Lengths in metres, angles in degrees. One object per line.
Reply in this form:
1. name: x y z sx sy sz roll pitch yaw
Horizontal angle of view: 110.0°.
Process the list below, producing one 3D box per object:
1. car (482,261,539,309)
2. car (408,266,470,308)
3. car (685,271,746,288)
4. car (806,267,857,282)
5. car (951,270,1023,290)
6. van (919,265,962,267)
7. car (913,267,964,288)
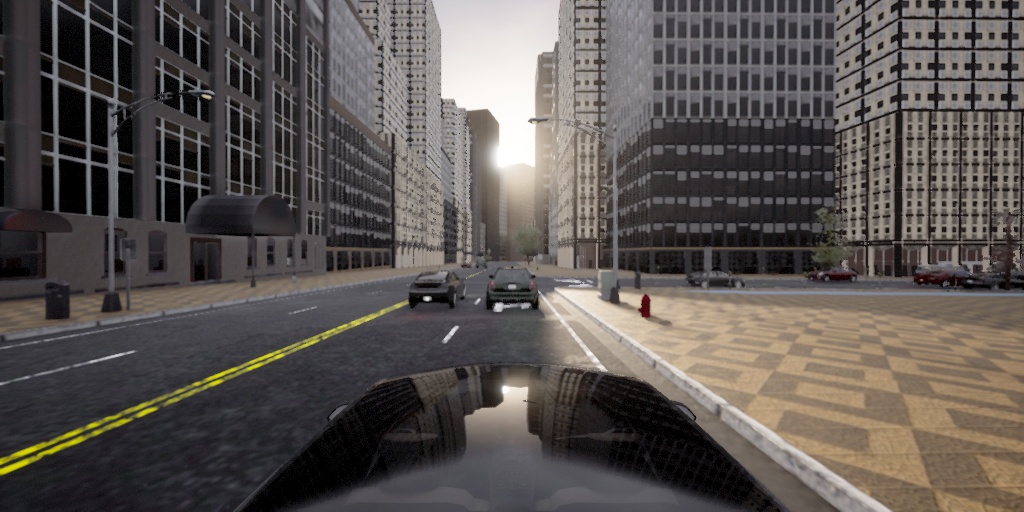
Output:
1. car: 0.012 1.232 15.923 2.097 1.767 4.553 0 -1 0
2. car: -3.236 1.392 16.138 1.837 1.490 4.892 0 0 0
3. car: 15.931 1.823 28.152 4.403 1.370 2.007 0 0 -1
4. car: 32.765 1.823 36.860 4.097 1.591 1.967 0 0 -1
5. car: 38.495 2.065 28.545 4.313 1.339 1.948 0 0 -1
6. van: 44.046 1.837 36.993 3.998 1.789 1.690 0 0 -1
7. car: 38.101 1.954 31.217 5.008 1.535 1.882 0 0 0
